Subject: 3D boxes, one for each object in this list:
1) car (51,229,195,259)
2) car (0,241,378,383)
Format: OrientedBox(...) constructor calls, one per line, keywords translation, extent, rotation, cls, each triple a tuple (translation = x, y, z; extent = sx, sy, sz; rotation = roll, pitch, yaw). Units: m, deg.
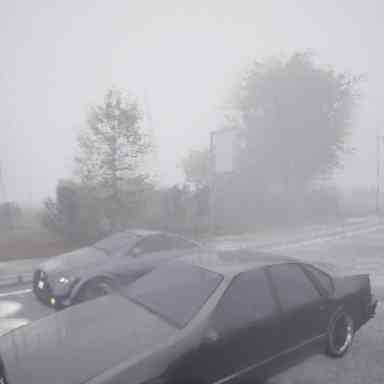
OrientedBox(translation=(-1.293, 1.581, 7.560), extent=(4.181, 1.385, 1.994), rotation=(0, 0, -37), cls="car")
OrientedBox(translation=(0.432, 1.556, 4.416), extent=(5.357, 1.411, 2.033), rotation=(0, 0, -37), cls="car")
